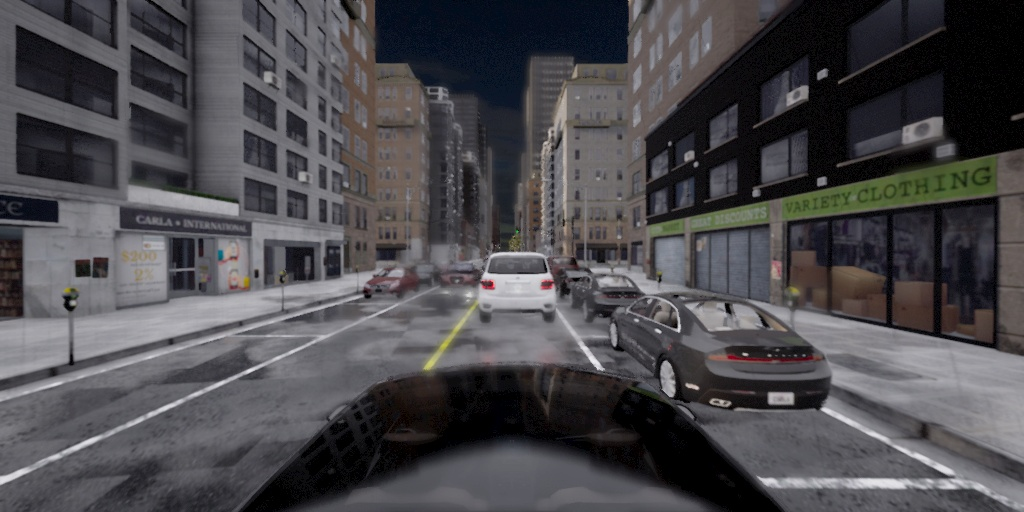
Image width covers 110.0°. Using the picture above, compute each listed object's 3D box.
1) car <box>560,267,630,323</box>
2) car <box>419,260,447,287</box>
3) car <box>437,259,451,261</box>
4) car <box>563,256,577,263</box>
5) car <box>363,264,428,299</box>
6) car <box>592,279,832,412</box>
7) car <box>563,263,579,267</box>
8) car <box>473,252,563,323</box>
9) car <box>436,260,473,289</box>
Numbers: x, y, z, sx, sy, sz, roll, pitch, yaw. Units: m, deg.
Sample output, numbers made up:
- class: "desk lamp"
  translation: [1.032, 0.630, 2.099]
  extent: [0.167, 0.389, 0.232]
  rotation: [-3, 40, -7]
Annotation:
- class: "car"
  translation: [2.919, 1.213, 11.527]
  extent: [2.007, 1.370, 4.403]
  rotation: [0, 0, 0]
- class: "car"
  translation: [-5.532, 1.132, 22.625]
  extent: [1.948, 1.339, 4.313]
  rotation: [0, 0, 0]
- class: "car"
  translation: [-5.494, 0.957, 28.150]
  extent: [1.967, 1.591, 4.097]
  rotation: [0, 0, 0]
- class: "car"
  translation: [2.994, 0.880, 22.574]
  extent: [2.192, 1.841, 5.009]
  rotation: [0, 0, 0]
- class: "car"
  translation: [-5.569, 1.197, 17.101]
  extent: [1.802, 1.307, 4.207]
  rotation: [0, 0, 0]
- class: "car"
  translation: [2.881, 1.262, 6.004]
  extent: [2.007, 1.370, 4.403]
  rotation: [0, 0, 0]
- class: "car"
  translation: [2.956, 1.180, 17.050]
  extent: [1.948, 1.339, 4.313]
  rotation: [0, 0, 0]
- class: "car"
  translation: [0.165, 0.882, 11.919]
  extent: [2.150, 2.045, 5.566]
  rotation: [0, 1, 0]
- class: "car"
  translation: [-2.952, 1.141, 21.361]
  extent: [1.994, 1.385, 4.181]
  rotation: [0, 1, 1]
